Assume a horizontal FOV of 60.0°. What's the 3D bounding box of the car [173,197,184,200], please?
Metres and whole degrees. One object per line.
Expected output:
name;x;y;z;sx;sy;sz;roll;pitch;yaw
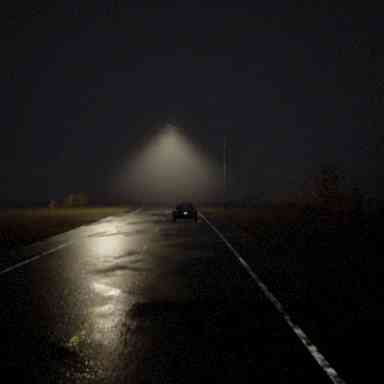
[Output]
car;-2.029;1.483;50.421;2.033;1.649;4.856;0;0;-4

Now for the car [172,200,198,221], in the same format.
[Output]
car;-0.579;1.587;27.458;1.994;1.385;4.181;0;0;-2
